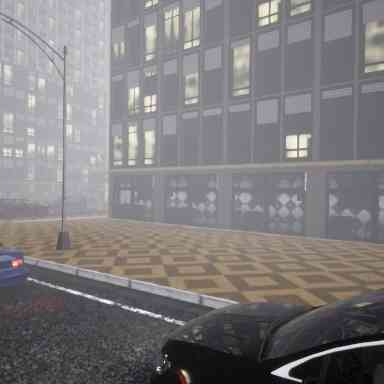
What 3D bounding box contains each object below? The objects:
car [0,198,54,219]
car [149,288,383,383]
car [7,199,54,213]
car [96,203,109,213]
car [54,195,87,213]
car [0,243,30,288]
[{"bbox_3d":[-16.025,1.519,30.938,2.192,1.841,5.009,1,0,37],"label":"car"},{"bbox_3d":[1.850,1.505,2.363,4.892,1.490,1.837,0,0,35],"label":"car"},{"bbox_3d":[-19.505,1.642,40.319,1.752,1.417,4.829,1,0,37],"label":"car"},{"bbox_3d":[-9.210,1.829,40.137,1.752,1.417,4.829,1,0,37],"label":"car"},{"bbox_3d":[-15.708,1.405,41.072,2.150,2.045,5.566,1,0,37],"label":"car"},{"bbox_3d":[-6.071,1.543,8.032,5.357,1.411,2.033,0,0,36],"label":"car"}]
